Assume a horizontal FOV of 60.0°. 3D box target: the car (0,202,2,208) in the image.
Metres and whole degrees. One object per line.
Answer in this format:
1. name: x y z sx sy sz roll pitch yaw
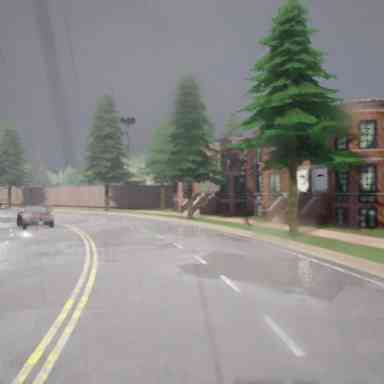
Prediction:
1. car: -30.696 1.795 50.300 5.008 1.535 1.882 -1 0 38

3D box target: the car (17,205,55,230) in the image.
1. car: -10.463 1.638 22.165 1.812 1.442 4.674 0 0 -33
